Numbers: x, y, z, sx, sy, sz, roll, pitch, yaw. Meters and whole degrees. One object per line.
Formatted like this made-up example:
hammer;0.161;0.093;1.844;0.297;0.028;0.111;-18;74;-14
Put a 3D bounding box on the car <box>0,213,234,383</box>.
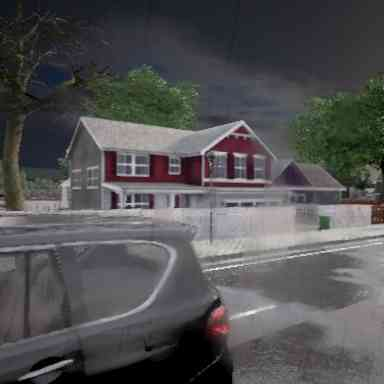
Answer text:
car;-2.238;1.212;2.090;5.566;2.045;2.150;1;-1;-36
